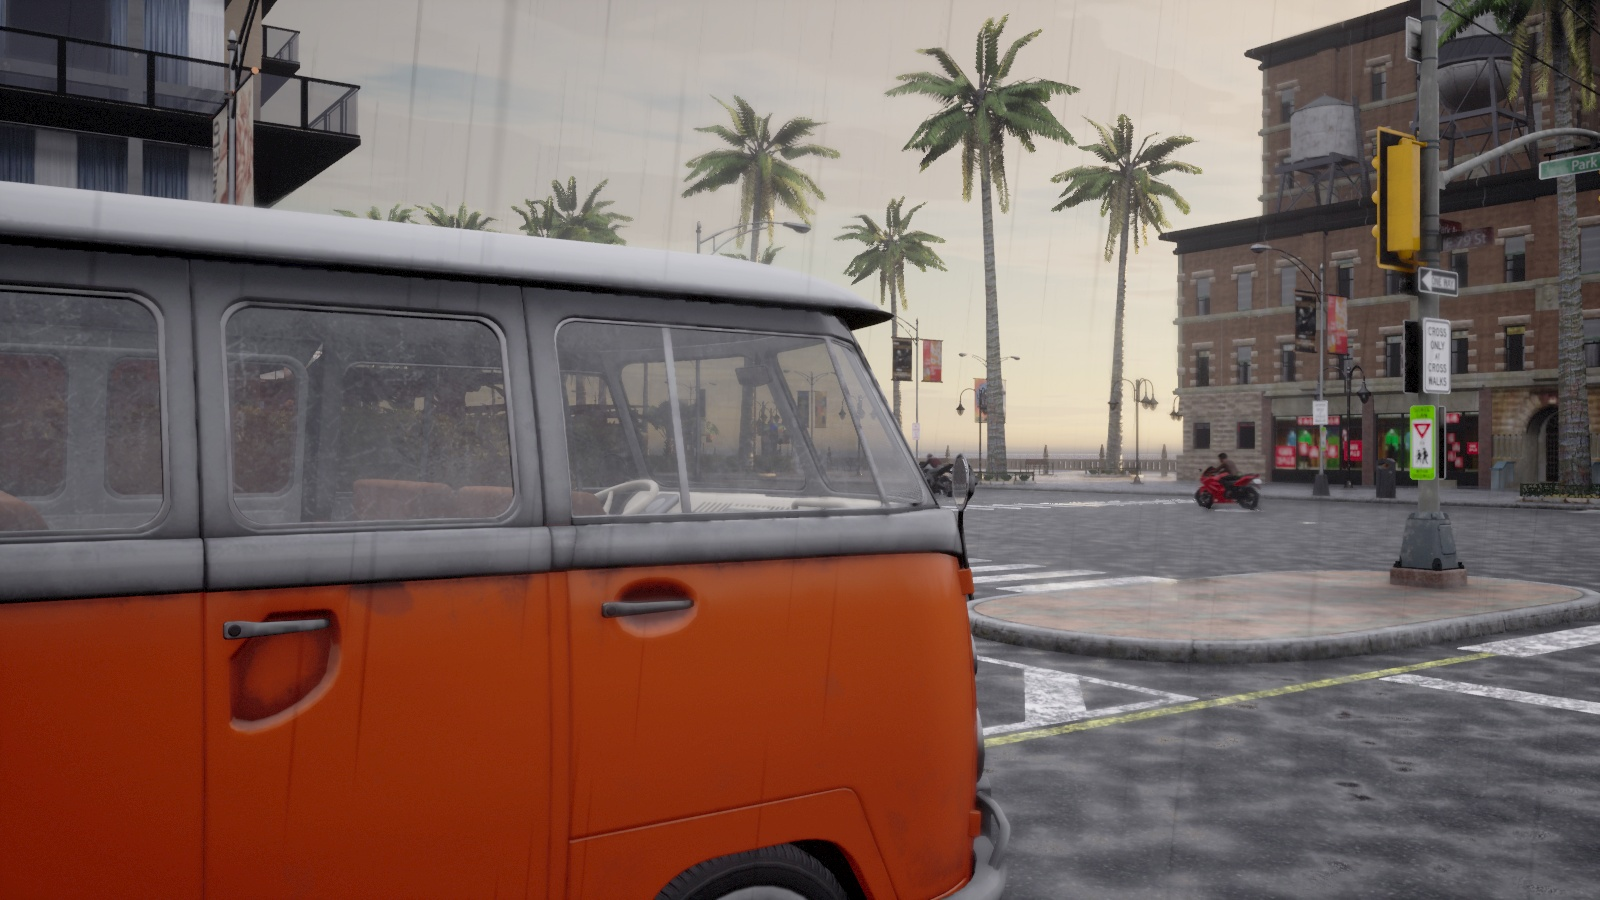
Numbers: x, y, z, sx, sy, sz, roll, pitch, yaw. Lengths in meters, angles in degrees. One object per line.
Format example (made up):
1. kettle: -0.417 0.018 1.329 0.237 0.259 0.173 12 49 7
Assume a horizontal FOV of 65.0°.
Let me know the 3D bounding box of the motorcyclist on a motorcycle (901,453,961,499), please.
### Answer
1. motorcyclist on a motorcycle: 4.502 0.876 43.366 0.866 1.530 2.191 0 0 -34

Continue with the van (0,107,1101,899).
1. van: -1.588 0.507 2.554 4.442 1.987 1.775 0 0 -35

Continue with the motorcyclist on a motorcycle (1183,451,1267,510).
1. motorcyclist on a motorcycle: 11.295 0.785 33.429 0.797 1.523 2.044 0 0 -34
